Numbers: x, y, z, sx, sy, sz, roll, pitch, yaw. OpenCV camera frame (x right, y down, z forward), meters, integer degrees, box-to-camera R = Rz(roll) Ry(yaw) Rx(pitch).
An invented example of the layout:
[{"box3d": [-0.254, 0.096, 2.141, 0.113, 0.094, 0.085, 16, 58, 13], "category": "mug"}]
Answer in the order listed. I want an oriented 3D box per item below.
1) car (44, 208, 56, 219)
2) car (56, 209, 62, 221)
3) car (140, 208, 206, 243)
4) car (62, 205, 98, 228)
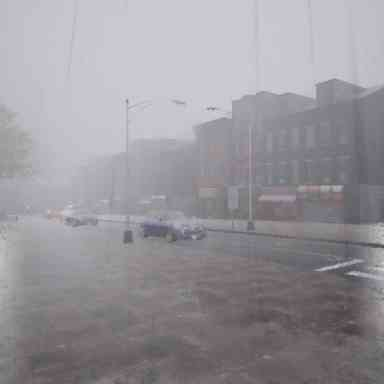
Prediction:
[{"box3d": [-22.699, 3.481, 54.310, 2.097, 1.767, 4.553, 0, -2, -36], "category": "car"}, {"box3d": [-16.574, 2.896, 45.719, 2.150, 2.045, 5.566, 0, -2, -35], "category": "car"}, {"box3d": [-1.184, 1.831, 19.051, 2.097, 1.767, 4.553, 0, -2, -36], "category": "car"}, {"box3d": [-10.849, 2.464, 32.629, 2.097, 1.767, 4.553, 0, -2, -35], "category": "car"}]
